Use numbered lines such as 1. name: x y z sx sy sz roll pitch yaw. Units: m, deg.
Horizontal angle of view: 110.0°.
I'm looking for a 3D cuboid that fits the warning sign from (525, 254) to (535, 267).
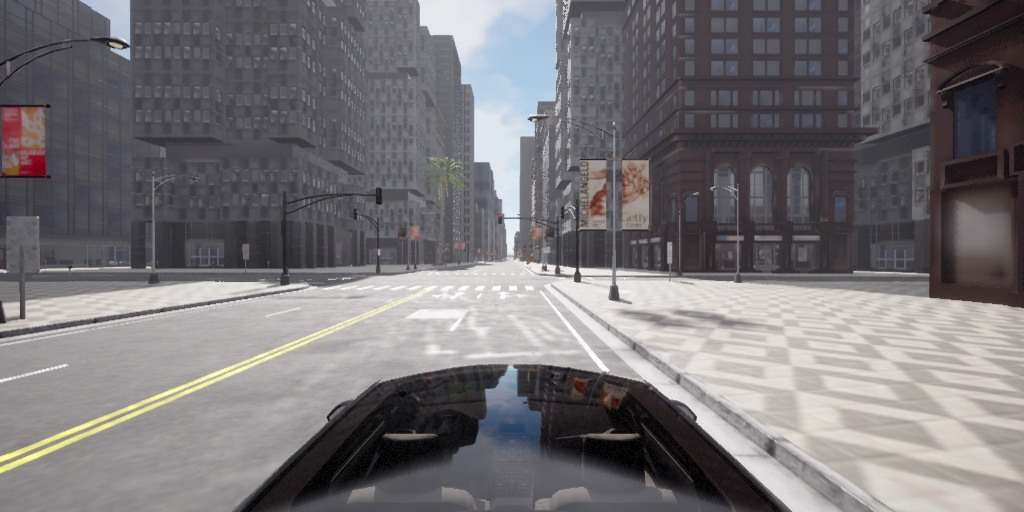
1. warning sign: 2.849 0.992 61.274 1.300 1.860 1.060 0 0 0
